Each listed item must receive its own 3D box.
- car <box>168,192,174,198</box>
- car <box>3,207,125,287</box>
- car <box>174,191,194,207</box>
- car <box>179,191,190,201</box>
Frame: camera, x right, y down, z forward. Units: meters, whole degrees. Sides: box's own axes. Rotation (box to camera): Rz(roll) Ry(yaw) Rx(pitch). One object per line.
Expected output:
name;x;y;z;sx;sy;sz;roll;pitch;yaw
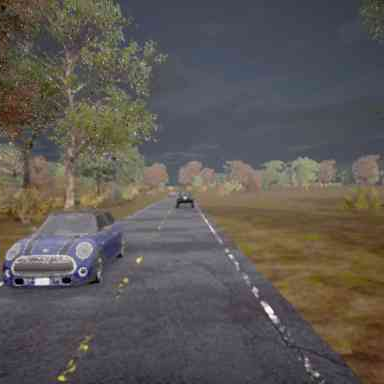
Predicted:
car;-4.971;0.742;83.604;1.882;1.535;5.008;-1;1;-1
car;-3.278;1.315;9.395;2.097;1.767;4.553;-1;1;-1
car;-0.878;0.841;42.392;2.150;2.045;5.566;-1;1;-1
car;-1.436;0.767;64.140;2.097;1.767;4.553;-1;1;-1
